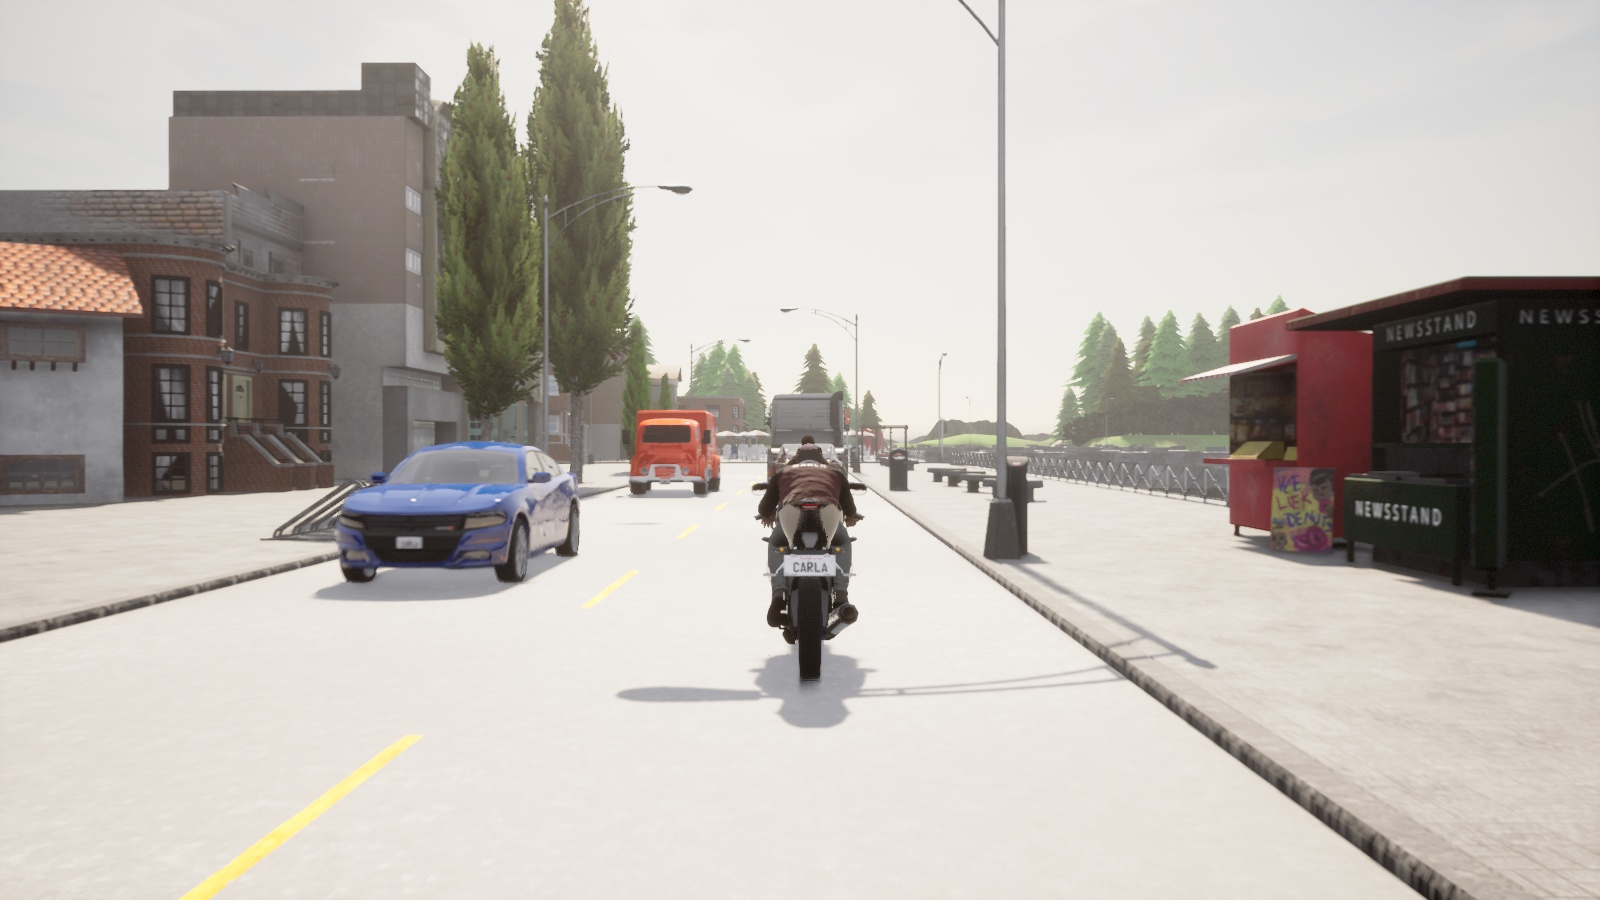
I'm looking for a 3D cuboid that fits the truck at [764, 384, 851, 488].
[{"bbox_3d":[0.269,-0.492,45.670,2.891,3.462,7.936,0,0,0],"label":"truck"}]

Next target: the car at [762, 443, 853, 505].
[{"bbox_3d":[0.195,0.564,32.399,2.163,1.488,4.792,0,0,0],"label":"car"}]

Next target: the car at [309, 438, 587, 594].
[{"bbox_3d":[-3.903,0.637,14.915,1.882,1.535,5.008,0,0,0],"label":"car"}]

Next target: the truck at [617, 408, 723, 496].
[{"bbox_3d":[-3.777,0.045,37.614,2.627,2.467,5.204,0,0,0],"label":"truck"}]

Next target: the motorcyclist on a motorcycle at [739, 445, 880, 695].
[{"bbox_3d":[0.066,0.732,8.815,0.866,1.530,2.191,0,0,0],"label":"motorcyclist on a motorcycle"}]
